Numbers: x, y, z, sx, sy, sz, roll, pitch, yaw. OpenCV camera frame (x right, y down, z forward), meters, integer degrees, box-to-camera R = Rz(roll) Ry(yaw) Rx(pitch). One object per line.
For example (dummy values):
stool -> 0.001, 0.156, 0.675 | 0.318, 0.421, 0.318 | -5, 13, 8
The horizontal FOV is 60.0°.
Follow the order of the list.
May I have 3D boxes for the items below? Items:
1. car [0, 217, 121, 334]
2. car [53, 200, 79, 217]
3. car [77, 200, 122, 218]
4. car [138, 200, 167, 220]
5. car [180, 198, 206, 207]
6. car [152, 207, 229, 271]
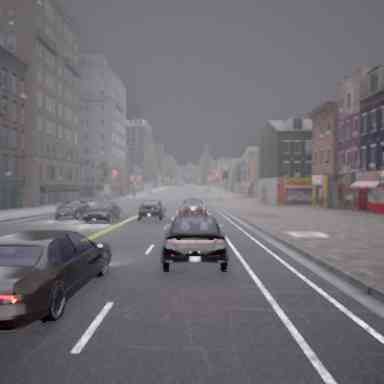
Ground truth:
car -> -3.184, 1.521, 7.092 | 2.033, 1.411, 5.357 | 0, 0, 0
car -> -9.850, 1.414, 27.711 | 1.837, 1.490, 4.892 | 0, 0, 0
car -> -6.601, 1.468, 25.140 | 2.033, 1.411, 5.357 | 0, 0, 0
car -> -3.163, 1.417, 26.906 | 1.837, 1.490, 4.892 | 0, 0, 0
car -> 0.083, 1.266, 26.520 | 2.097, 1.767, 4.553 | 0, 0, 0
car -> 0.084, 1.456, 10.712 | 2.128, 1.511, 4.902 | 0, 0, 0
